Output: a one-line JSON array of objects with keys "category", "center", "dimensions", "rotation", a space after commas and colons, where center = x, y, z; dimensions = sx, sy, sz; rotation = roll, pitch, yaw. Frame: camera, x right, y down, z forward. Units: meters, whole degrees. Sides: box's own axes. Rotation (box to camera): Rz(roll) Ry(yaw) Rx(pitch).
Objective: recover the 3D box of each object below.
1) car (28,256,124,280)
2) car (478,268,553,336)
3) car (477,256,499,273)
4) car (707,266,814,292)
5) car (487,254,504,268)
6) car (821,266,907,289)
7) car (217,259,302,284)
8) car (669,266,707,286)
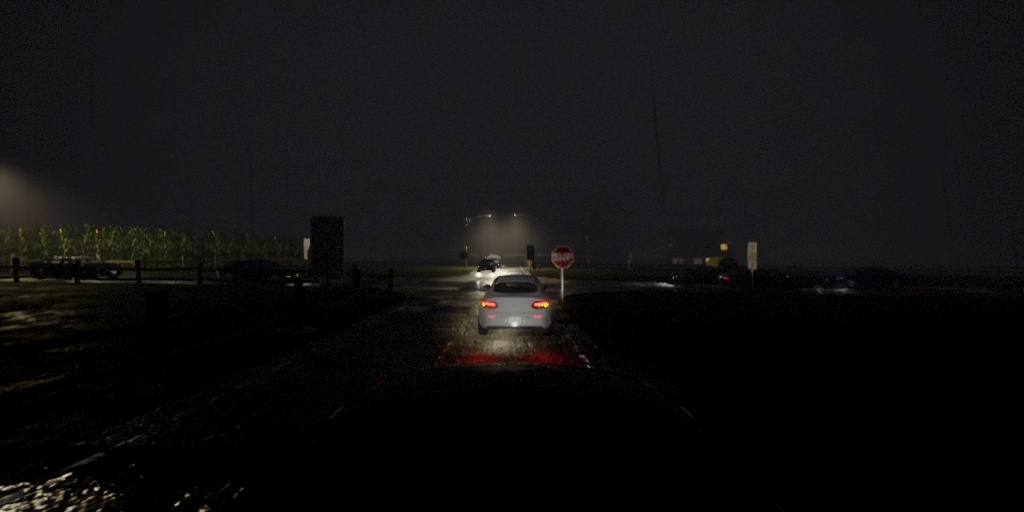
[{"category": "car", "center": [-28.634, 0.777, 23.670], "dimensions": [4.902, 1.511, 2.128], "rotation": [1, 1, 1]}, {"category": "car", "center": [0.131, 1.238, 10.192], "dimensions": [1.812, 1.442, 4.674], "rotation": [0, 0, 2]}, {"category": "car", "center": [-2.821, 1.083, 40.840], "dimensions": [1.837, 1.490, 4.892], "rotation": [0, 0, 0]}, {"category": "car", "center": [16.031, 1.464, 23.085], "dimensions": [5.357, 1.411, 2.033], "rotation": [1, 1, 4]}, {"category": "car", "center": [-2.809, 0.742, 53.215], "dimensions": [2.150, 2.045, 5.566], "rotation": [0, 1, 0]}, {"category": "car", "center": [25.115, 1.478, 25.680], "dimensions": [5.008, 1.535, 1.882], "rotation": [1, 1, 1]}, {"category": "car", "center": [-16.462, 0.963, 23.486], "dimensions": [4.892, 1.490, 1.837], "rotation": [1, 1, 0]}, {"category": "car", "center": [13.656, 1.396, 25.875], "dimensions": [4.181, 1.385, 1.994], "rotation": [1, 1, 1]}]
